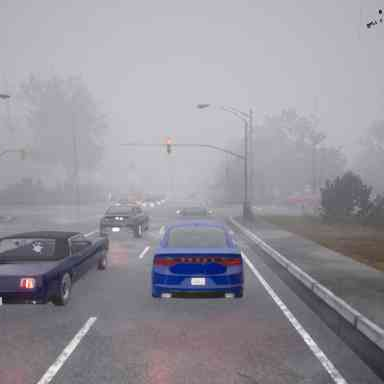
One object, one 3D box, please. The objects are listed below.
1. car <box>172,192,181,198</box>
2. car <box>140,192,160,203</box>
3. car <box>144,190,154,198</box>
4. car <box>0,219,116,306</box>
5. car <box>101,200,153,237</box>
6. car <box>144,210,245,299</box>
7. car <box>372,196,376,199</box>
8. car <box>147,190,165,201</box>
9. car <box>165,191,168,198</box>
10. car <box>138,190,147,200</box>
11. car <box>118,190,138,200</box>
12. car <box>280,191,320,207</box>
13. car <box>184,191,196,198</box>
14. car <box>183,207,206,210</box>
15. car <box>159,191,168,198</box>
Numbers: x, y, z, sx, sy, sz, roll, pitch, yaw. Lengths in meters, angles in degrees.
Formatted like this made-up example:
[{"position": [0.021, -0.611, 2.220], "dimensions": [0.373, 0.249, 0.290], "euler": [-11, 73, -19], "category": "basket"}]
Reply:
[{"position": [-3.861, 0.738, 85.548], "dimensions": [2.033, 1.411, 5.357], "euler": [0, 1, -4], "category": "car"}, {"position": [-7.009, 1.125, 55.398], "dimensions": [1.994, 1.385, 4.181], "euler": [0, 1, 0], "category": "car"}, {"position": [-10.796, 0.441, 84.166], "dimensions": [2.150, 2.045, 5.566], "euler": [0, 1, -3], "category": "car"}, {"position": [-3.388, 1.573, 7.931], "dimensions": [1.895, 1.301, 4.718], "euler": [0, 0, 0], "category": "car"}, {"position": [-3.375, 1.401, 17.182], "dimensions": [1.837, 1.490, 4.892], "euler": [0, 0, 0], "category": "car"}, {"position": [0.113, 1.445, 8.477], "dimensions": [1.882, 1.535, 5.008], "euler": [0, 0, 0], "category": "car"}, {"position": [24.095, 1.231, 43.302], "dimensions": [4.181, 1.385, 1.994], "euler": [0, 1, -3], "category": "car"}, {"position": [-6.968, 0.953, 64.206], "dimensions": [1.882, 1.535, 5.008], "euler": [0, 1, 0], "category": "car"}, {"position": [-6.988, 0.954, 74.231], "dimensions": [1.895, 1.301, 4.718], "euler": [0, 1, -1], "category": "car"}, {"position": [-10.466, 0.706, 63.371], "dimensions": [2.150, 2.045, 5.566], "euler": [0, 1, 0], "category": "car"}, {"position": [-10.539, 0.928, 53.788], "dimensions": [2.097, 1.767, 4.553], "euler": [0, 1, 1], "category": "car"}, {"position": [14.181, 0.893, 42.792], "dimensions": [5.566, 2.045, 2.150], "euler": [0, 1, -6], "category": "car"}, {"position": [-0.193, 0.610, 81.787], "dimensions": [2.097, 1.767, 4.553], "euler": [0, 1, -3], "category": "car"}, {"position": [0.125, 1.458, 17.459], "dimensions": [1.994, 1.385, 4.181], "euler": [0, 0, 0], "category": "car"}, {"position": [-7.306, 0.567, 84.465], "dimensions": [2.097, 1.767, 4.553], "euler": [0, 1, -3], "category": "car"}]
